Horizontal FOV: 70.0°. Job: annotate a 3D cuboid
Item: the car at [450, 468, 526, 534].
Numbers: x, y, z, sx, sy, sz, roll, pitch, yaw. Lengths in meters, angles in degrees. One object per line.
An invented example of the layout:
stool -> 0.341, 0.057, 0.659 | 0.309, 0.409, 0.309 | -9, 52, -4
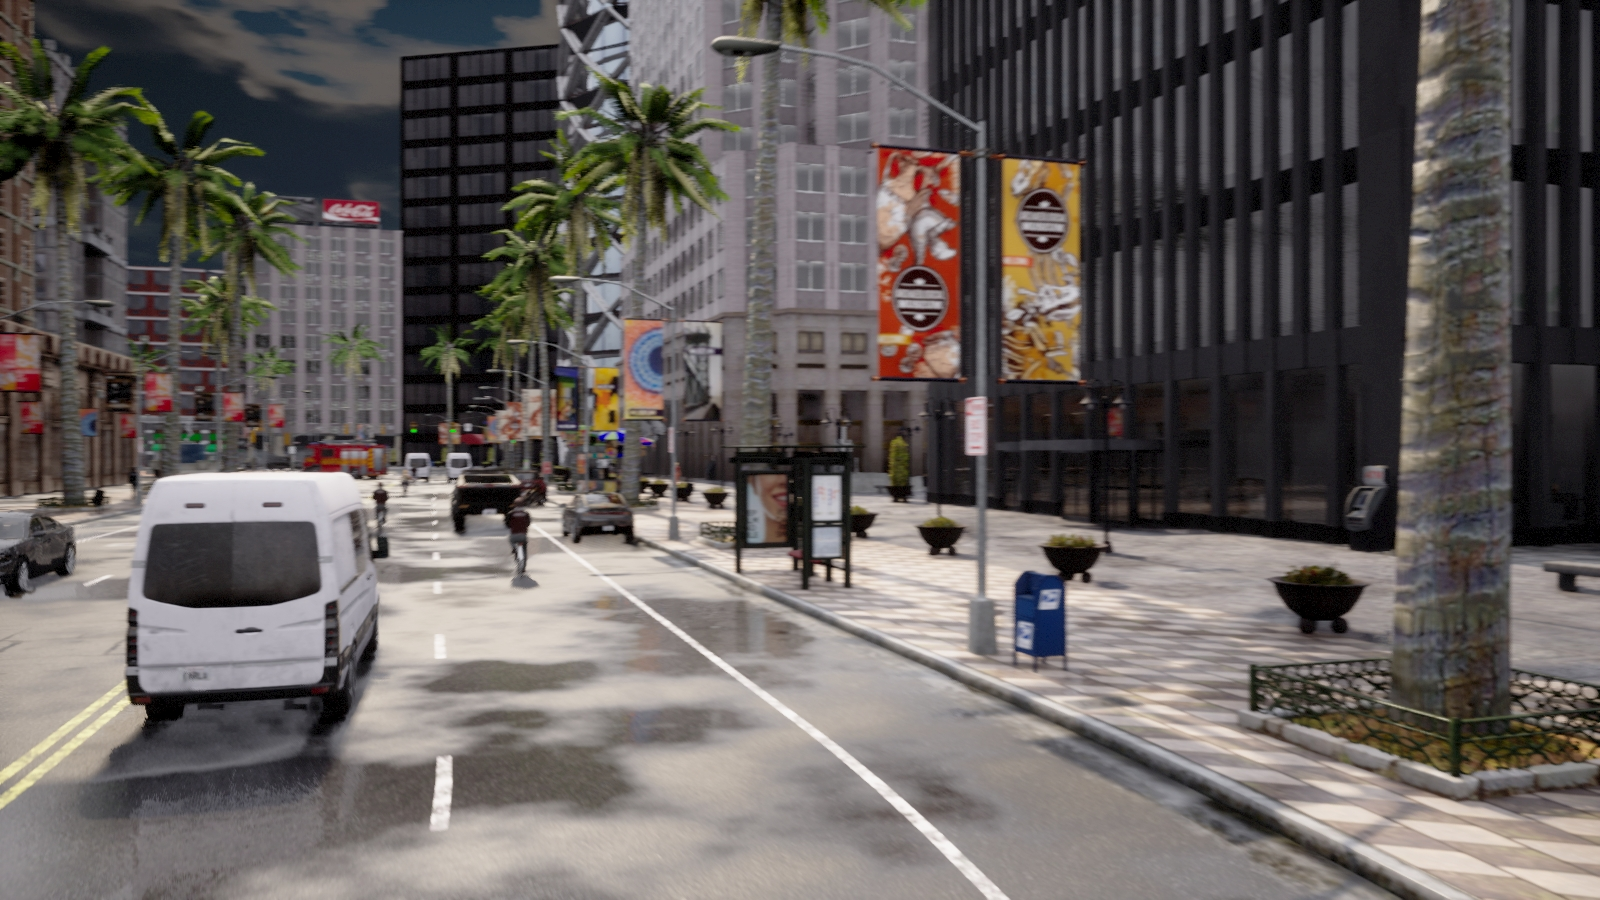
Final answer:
car -> -11.504, 1.769, 41.782 | 2.390, 2.098, 6.274 | 0, 0, -18

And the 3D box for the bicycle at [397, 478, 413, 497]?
bicycle -> -24.149, 2.290, 69.895 | 0.859, 1.080, 1.487 | 0, 0, -17

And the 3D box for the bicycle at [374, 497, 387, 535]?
bicycle -> -14.205, 2.230, 38.723 | 0.329, 1.171, 1.835 | 0, 0, -18

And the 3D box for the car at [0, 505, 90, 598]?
car -> -16.774, 2.058, 23.902 | 2.097, 1.535, 5.006 | 0, 0, -18

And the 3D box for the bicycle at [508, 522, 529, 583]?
bicycle -> -6.195, 2.218, 25.103 | 0.329, 1.171, 1.835 | 0, 0, -18

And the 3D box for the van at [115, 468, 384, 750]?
van -> -6.318, 1.543, 13.874 | 1.988, 2.561, 5.915 | 0, 0, -16

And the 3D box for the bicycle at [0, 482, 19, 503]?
bicycle -> -43.114, 2.317, 61.927 | 0.859, 1.080, 1.487 | 0, 0, -17

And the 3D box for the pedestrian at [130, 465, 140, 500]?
pedestrian -> -35.856, 1.747, 61.585 | 0.375, 1.860, 0.375 | 0, 0, -15
